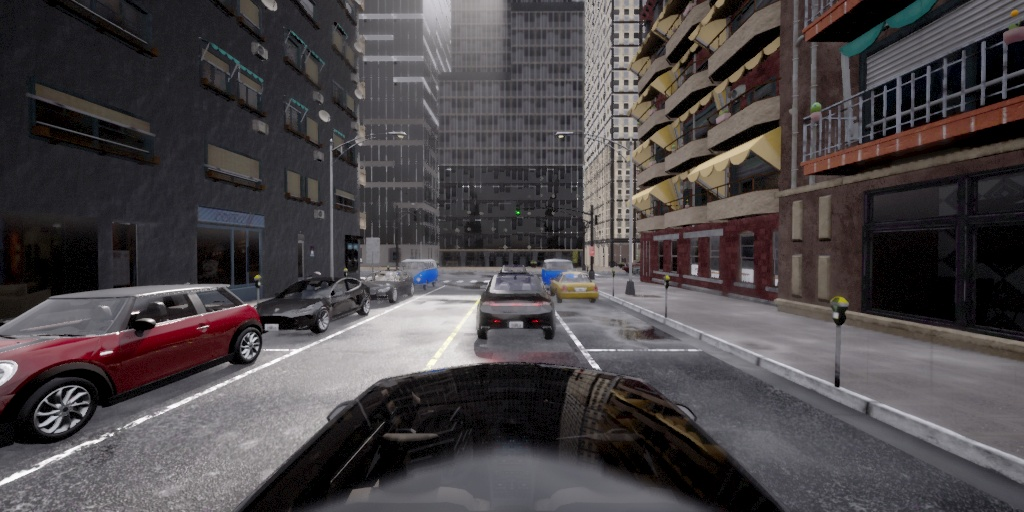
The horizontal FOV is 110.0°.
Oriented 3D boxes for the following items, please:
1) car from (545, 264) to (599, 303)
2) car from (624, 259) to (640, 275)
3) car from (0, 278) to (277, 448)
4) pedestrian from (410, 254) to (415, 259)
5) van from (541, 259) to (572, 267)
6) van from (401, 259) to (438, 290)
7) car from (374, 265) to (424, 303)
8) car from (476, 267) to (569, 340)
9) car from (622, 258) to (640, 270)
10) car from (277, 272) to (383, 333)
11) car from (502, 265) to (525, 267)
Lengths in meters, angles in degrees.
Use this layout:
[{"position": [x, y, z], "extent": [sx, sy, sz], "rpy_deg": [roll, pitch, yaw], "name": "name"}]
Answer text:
[{"position": [2.713, 1.272, 16.389], "extent": [1.751, 1.417, 4.829], "rpy_deg": [0, 0, 0], "name": "car"}, {"position": [14.736, 1.369, 38.542], "extent": [4.181, 1.385, 1.994], "rpy_deg": [0, 1, 0], "name": "car"}, {"position": [-5.688, 1.189, 5.059], "extent": [1.967, 1.591, 4.097], "rpy_deg": [0, 0, 0], "name": "car"}, {"position": [-12.322, 0.635, 44.277], "extent": [0.375, 1.860, 0.375], "rpy_deg": [0, 1, 0], "name": "pedestrian"}, {"position": [2.722, 1.086, 21.821], "extent": [1.690, 1.789, 3.998], "rpy_deg": [0, 0, 0], "name": "van"}, {"position": [-5.659, 1.086, 21.864], "extent": [1.690, 1.789, 3.998], "rpy_deg": [0, 0, 0], "name": "van"}, {"position": [-5.668, 1.297, 16.263], "extent": [2.007, 1.370, 4.403], "rpy_deg": [0, 0, 0], "name": "car"}, {"position": [0.096, 1.239, 9.996], "extent": [2.128, 1.511, 4.902], "rpy_deg": [0, 0, 0], "name": "car"}, {"position": [15.299, 1.087, 41.138], "extent": [5.009, 1.841, 2.192], "rpy_deg": [0, 0, 0], "name": "car"}, {"position": [-5.678, 1.313, 10.660], "extent": [1.948, 1.339, 4.313], "rpy_deg": [0, 0, 0], "name": "car"}, {"position": [0.096, 1.238, 20.321], "extent": [2.128, 1.511, 4.902], "rpy_deg": [0, 0, 0], "name": "car"}]
